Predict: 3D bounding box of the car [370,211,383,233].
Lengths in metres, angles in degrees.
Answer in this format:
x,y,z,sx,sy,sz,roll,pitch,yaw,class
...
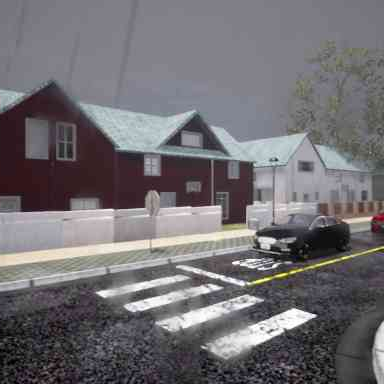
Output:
x,y,z,sx,sy,sz,roll,pitch,yaw,class
12.404,1.634,19.812,5.008,1.535,1.882,1,0,-41,car

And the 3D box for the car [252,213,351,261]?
x,y,z,sx,sy,sz,roll,pitch,yaw,class
4.323,1.582,12.792,4.902,1.511,2.128,0,0,-41,car
